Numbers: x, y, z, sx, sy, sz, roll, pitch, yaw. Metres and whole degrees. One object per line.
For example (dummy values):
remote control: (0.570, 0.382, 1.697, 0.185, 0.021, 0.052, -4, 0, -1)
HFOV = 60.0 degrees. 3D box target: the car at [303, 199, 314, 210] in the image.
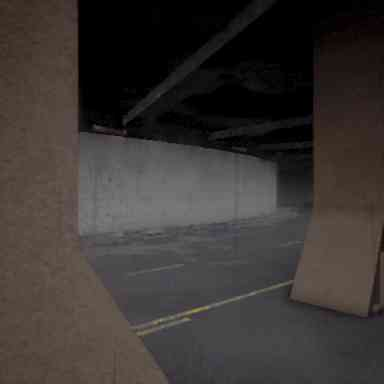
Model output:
car: (16.403, 1.681, 43.943, 2.033, 1.411, 5.357, 0, 0, -3)
